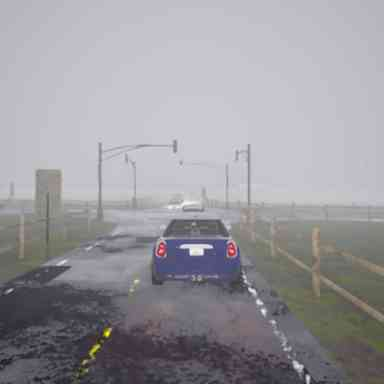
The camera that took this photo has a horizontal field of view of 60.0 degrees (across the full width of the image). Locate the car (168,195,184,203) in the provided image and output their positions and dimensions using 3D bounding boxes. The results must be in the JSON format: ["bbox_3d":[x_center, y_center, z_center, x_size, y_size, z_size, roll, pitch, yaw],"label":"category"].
[{"bbox_3d":[-2.825,1.591,54.926,1.994,1.385,4.181,0,0,0],"label":"car"}]

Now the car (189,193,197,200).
[{"bbox_3d":[0.162,1.282,95.628,2.150,2.045,5.566,0,0,0],"label":"car"}]

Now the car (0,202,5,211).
[{"bbox_3d":[-21.036,1.119,32.629,5.008,1.535,1.882,1,0,0],"label":"car"}]

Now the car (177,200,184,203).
[{"bbox_3d":[0.098,1.514,20.955,1.837,1.490,4.892,0,0,0],"label":"car"}]

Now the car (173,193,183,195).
[{"bbox_3d":[-2.725,1.255,64.390,2.150,2.045,5.566,0,0,0],"label":"car"}]

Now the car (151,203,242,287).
[{"bbox_3d":[0.101,1.356,9.514,2.097,1.767,4.553,0,0,0],"label":"car"}]
